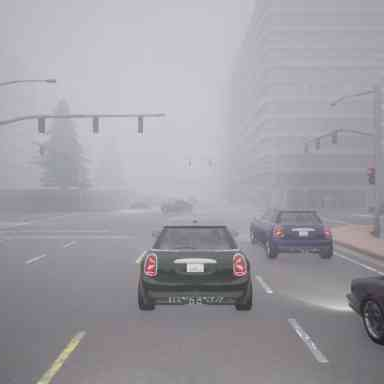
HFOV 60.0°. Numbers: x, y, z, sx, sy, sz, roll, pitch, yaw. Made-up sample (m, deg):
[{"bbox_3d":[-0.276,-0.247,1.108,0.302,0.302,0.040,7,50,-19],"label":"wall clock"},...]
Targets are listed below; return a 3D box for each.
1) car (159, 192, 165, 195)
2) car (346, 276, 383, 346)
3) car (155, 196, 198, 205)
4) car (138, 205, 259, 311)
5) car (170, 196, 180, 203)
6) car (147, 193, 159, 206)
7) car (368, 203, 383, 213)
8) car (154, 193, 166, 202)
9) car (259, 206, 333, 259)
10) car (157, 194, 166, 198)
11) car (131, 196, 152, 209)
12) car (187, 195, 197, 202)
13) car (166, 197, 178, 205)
[{"bbox_3d":[-7.077,1.221,63.878,2.150,2.045,5.566,0,0,0],"label":"car"},{"bbox_3d":[3.597,1.547,3.313,2.033,1.411,5.357,0,0,0],"label":"car"},{"bbox_3d":[-1.520,1.505,34.707,1.812,1.442,4.674,1,0,28],"label":"car"},{"bbox_3d":[0.067,1.352,7.948,2.097,1.767,4.553,0,0,0],"label":"car"},{"bbox_3d":[-3.532,1.595,71.058,1.895,1.301,4.718,0,0,0],"label":"car"},{"bbox_3d":[-7.114,1.352,54.464,2.097,1.767,4.553,0,0,0],"label":"car"},{"bbox_3d":[19.922,1.492,32.423,5.357,1.411,2.033,0,0,-18],"label":"car"},{"bbox_3d":[-7.033,1.225,74.523,2.150,2.045,5.566,0,0,0],"label":"car"},{"bbox_3d":[3.581,1.352,12.788,2.097,1.767,4.553,0,0,0],"label":"car"},{"bbox_3d":[-3.620,1.491,51.040,2.128,1.511,4.902,0,0,0],"label":"car"},{"bbox_3d":[-7.121,1.601,45.569,1.895,1.301,4.718,0,0,0],"label":"car"},{"bbox_3d":[-0.034,1.525,77.046,2.128,1.511,4.902,0,0,0],"label":"car"},{"bbox_3d":[-3.598,1.564,60.927,1.994,1.385,4.181,0,0,0],"label":"car"}]
